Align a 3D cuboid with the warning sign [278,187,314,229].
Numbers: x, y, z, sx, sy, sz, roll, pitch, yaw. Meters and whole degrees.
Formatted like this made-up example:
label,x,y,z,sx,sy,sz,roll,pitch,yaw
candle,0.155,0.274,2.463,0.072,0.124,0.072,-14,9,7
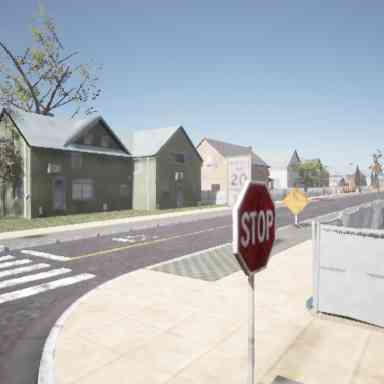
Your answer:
label,x,y,z,sx,sy,sz,roll,pitch,yaw
warning sign,4.884,0.724,15.598,1.300,1.860,1.060,-2,-1,37
